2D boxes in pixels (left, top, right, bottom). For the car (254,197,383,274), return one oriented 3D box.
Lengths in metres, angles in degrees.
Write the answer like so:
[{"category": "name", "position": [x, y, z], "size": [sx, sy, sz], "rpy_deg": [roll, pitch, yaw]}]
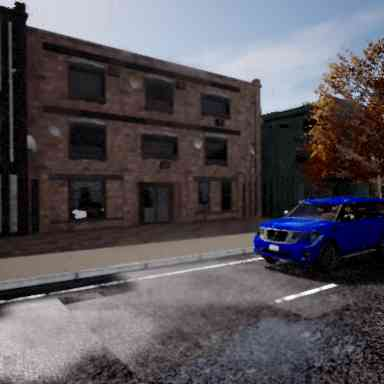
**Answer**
[{"category": "car", "position": [4.540, 1.207, 10.914], "size": [5.566, 2.045, 2.150], "rpy_deg": [0, 0, -36]}]
